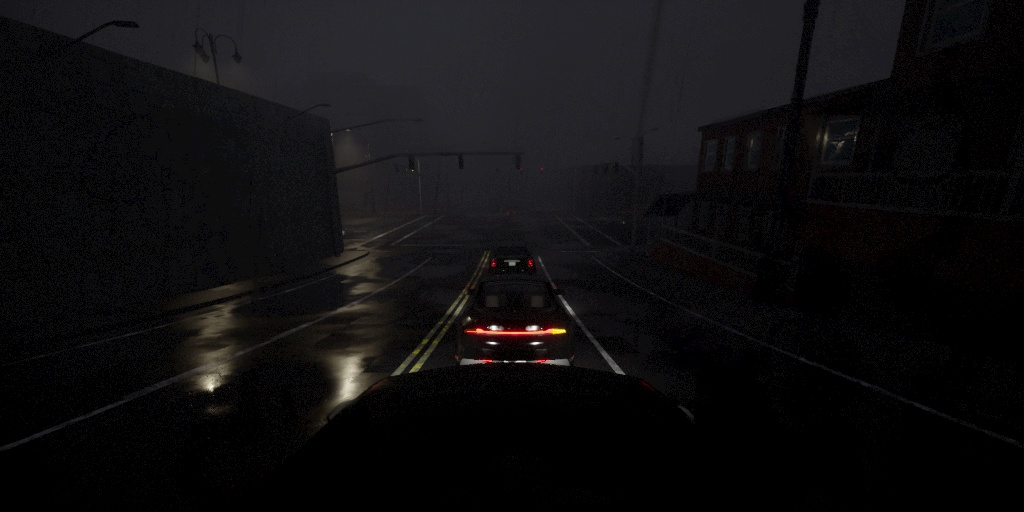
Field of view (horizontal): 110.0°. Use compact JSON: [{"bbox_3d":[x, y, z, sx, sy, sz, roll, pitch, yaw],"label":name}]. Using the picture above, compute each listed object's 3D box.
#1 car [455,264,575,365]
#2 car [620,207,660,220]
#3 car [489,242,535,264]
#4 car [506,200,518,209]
[{"bbox_3d":[0.053,1.122,7.194,1.837,1.490,4.892,0,2,0],"label":"car"},{"bbox_3d":[16.444,-5.547,46.058,5.008,1.535,1.882,0,12,0],"label":"car"},{"bbox_3d":[0.016,0.085,17.445,2.097,1.767,4.553,0,7,0],"label":"car"},{"bbox_3d":[0.023,-9.044,62.650,1.895,1.301,4.718,0,12,2],"label":"car"}]
